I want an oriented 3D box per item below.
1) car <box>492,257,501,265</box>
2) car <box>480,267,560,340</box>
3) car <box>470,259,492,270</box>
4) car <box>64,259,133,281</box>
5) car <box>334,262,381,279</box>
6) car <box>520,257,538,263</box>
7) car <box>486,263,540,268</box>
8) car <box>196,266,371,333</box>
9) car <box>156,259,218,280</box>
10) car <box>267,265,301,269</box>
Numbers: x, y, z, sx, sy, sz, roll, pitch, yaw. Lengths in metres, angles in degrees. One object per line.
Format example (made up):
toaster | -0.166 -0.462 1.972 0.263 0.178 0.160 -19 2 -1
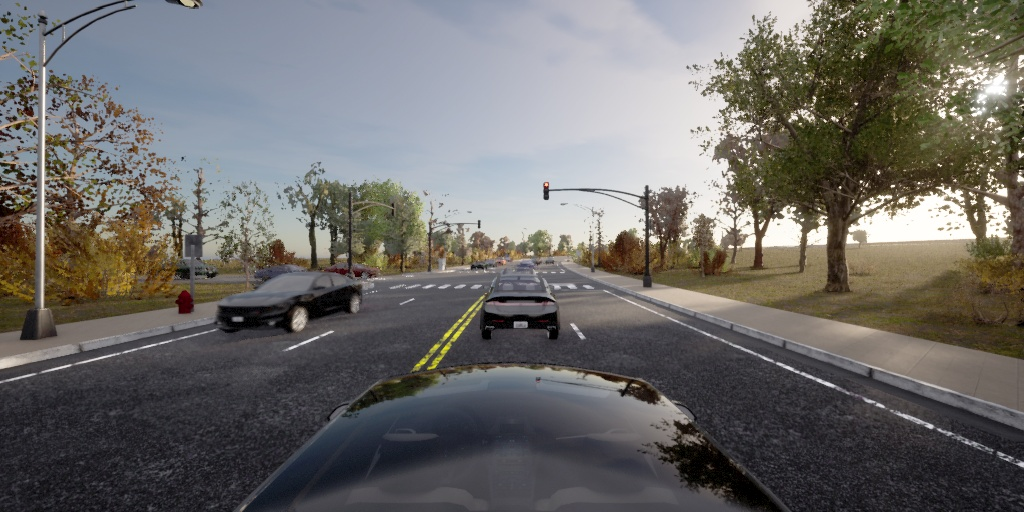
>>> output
car | -3.560 1.227 60.196 2.033 1.411 5.357 0 0 6
car | 0.199 1.242 10.011 2.128 1.511 4.902 0 0 0
car | -4.493 1.303 49.832 1.895 1.301 4.718 0 0 6
car | -38.448 1.304 33.340 5.566 2.045 2.150 -1 -1 10
car | -14.425 1.343 32.580 5.008 1.535 1.882 -1 -1 7
car | 1.804 1.233 44.883 1.812 1.442 4.674 0 0 9
car | 0.291 1.241 15.340 2.128 1.511 4.902 0 0 2
car | -6.385 1.229 10.957 1.882 1.535 5.008 0 0 2
car | -32.197 1.274 35.521 5.566 2.045 2.150 -1 -1 10
car | -18.525 1.421 29.777 5.357 1.411 2.033 -1 -1 10
